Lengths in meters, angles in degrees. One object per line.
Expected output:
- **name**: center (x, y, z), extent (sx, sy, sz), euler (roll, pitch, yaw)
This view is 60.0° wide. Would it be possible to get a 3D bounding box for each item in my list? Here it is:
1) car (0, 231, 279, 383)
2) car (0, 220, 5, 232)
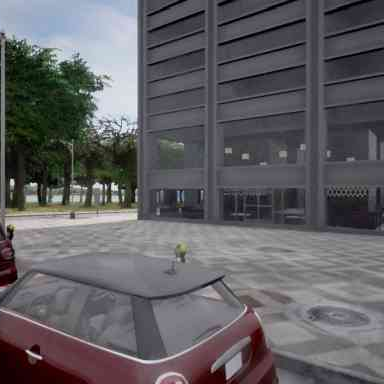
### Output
- **car**: center (-1.237, 1.440, 3.842), extent (4.097, 1.590, 1.967), euler (0, 0, 35)
- **car**: center (-5.666, 1.315, 6.997), extent (5.009, 1.841, 2.192), euler (0, 0, 35)
